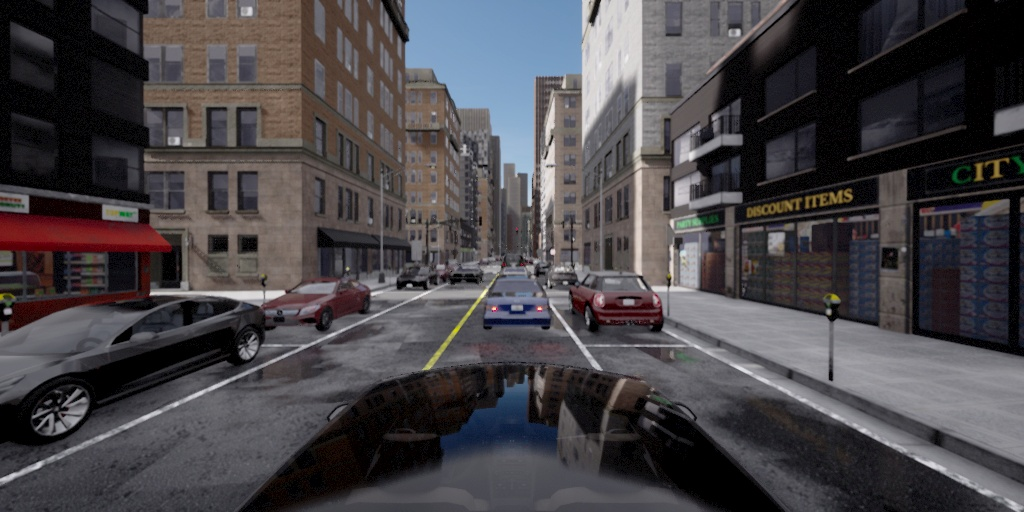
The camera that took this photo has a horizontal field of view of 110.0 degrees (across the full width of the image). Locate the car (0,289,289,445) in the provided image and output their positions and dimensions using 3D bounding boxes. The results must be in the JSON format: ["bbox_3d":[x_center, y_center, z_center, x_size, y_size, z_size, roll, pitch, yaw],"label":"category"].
[{"bbox_3d":[-5.661,1.300,5.293,1.948,1.339,4.313,0,0,0],"label":"car"}]

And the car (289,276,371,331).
[{"bbox_3d":[-5.642,1.292,10.794,1.802,1.307,4.207,0,0,0],"label":"car"}]

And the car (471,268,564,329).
[{"bbox_3d":[0.130,1.256,10.980,2.033,1.411,5.357,0,0,0],"label":"car"}]

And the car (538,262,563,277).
[{"bbox_3d":[2.920,1.212,21.768,2.007,1.370,4.403,0,0,0],"label":"car"}]

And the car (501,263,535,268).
[{"bbox_3d":[0.163,1.264,21.486,1.895,1.301,4.718,0,0,0],"label":"car"}]

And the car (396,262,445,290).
[{"bbox_3d":[-5.605,1.228,21.797,1.948,1.339,4.313,0,0,0],"label":"car"}]

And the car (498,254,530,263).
[{"bbox_3d":[0.106,0.842,31.516,2.150,2.045,5.566,0,0,0],"label":"car"}]

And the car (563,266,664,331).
[{"bbox_3d":[2.883,1.149,10.765,1.967,1.591,4.097,0,0,0],"label":"car"}]

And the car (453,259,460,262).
[{"bbox_3d":[-5.568,1.056,32.799,1.967,1.591,4.097,0,0,0],"label":"car"}]

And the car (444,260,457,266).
[{"bbox_3d":[-5.587,1.221,27.298,1.802,1.307,4.207,0,0,0],"label":"car"}]

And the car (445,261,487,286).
[{"bbox_3d":[-3.002,1.251,24.490,1.895,1.301,4.718,0,0,0],"label":"car"}]

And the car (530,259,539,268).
[{"bbox_3d":[2.958,1.181,32.770,1.948,1.339,4.313,0,0,0],"label":"car"}]
